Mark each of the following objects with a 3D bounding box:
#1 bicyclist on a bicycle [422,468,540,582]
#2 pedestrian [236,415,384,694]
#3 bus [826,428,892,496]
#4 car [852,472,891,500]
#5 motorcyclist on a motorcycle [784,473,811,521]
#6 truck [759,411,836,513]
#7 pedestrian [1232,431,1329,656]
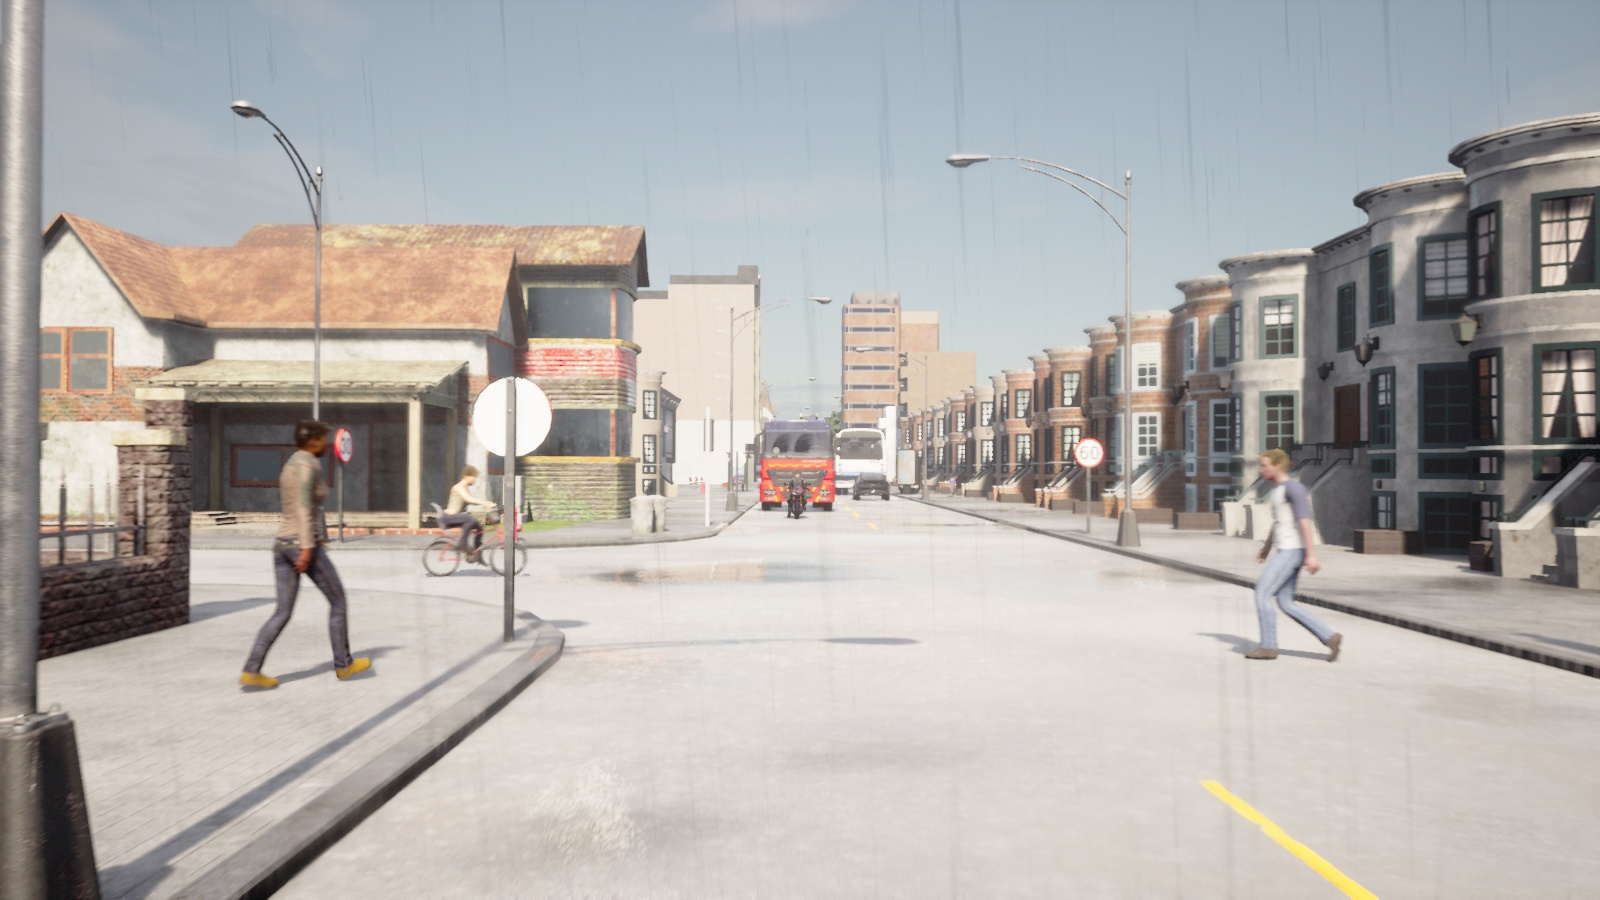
[{"bbox_3d":[-4.605,1.075,18.225,1.509,1.612,0.866,0,-2,-2],"label":"bicyclist on a bicycle"},{"bbox_3d":[-3.320,0.681,8.540,0.869,1.805,0.328,1,-1,-44],"label":"pedestrian"},{"bbox_3d":[3.855,0.842,84.774,3.944,4.253,10.273,0,-1,0],"label":"bus"},{"bbox_3d":[3.882,1.957,68.881,1.837,1.490,4.892,0,-1,0],"label":"car"},{"bbox_3d":[-0.078,1.545,41.521,0.866,1.530,2.191,0,-1,0],"label":"motorcyclist on a motorcycle"},{"bbox_3d":[-0.099,0.512,51.452,2.891,3.827,8.468,0,-1,0],"label":"truck"},{"bbox_3d":[4.005,0.766,10.497,0.706,1.836,0.354,-1,-1,16],"label":"pedestrian"}]
